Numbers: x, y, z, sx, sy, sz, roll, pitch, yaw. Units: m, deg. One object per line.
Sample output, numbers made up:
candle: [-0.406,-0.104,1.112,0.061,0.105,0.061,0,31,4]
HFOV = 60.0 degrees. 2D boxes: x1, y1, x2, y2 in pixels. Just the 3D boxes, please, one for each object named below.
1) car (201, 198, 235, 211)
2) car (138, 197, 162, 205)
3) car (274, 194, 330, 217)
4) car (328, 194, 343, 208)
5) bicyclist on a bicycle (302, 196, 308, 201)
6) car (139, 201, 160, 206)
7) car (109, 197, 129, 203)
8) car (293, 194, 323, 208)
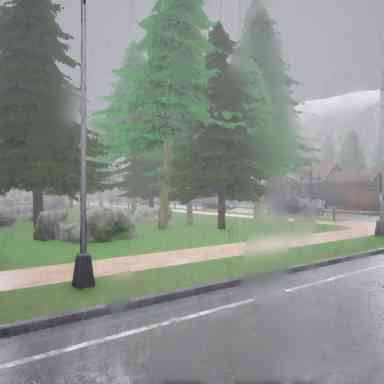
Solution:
car: [3.118,1.478,40.183,2.128,1.511,4.902,0,0,-37]
car: [-7.477,1.587,59.441,1.895,1.301,4.718,0,0,-42]
car: [9.945,1.338,31.042,2.097,1.767,4.553,0,0,-37]
car: [17.375,1.160,42.723,4.605,1.855,1.932,0,0,-37]
bicyclist on a bicycle: [13.214,1.267,39.182,1.656,1.620,0.582,0,0,-37]
car: [-6.465,1.493,52.758,1.837,1.490,4.892,0,-1,-39]
car: [-14.619,1.477,66.395,4.902,1.511,2.128,0,0,42]
car: [15.556,1.161,44.502,3.866,1.878,1.905,0,0,-37]
